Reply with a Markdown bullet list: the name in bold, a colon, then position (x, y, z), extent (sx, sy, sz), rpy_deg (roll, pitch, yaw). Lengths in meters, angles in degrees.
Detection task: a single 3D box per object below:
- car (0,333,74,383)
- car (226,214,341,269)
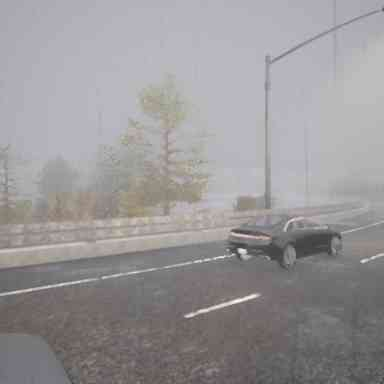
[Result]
- **car**: position (-3.279, 1.554, 1.497), extent (5.357, 1.411, 2.033), rpy_deg (0, 0, -35)
- **car**: position (3.265, 1.488, 11.203), extent (4.902, 1.511, 2.128), rpy_deg (0, 0, -42)
